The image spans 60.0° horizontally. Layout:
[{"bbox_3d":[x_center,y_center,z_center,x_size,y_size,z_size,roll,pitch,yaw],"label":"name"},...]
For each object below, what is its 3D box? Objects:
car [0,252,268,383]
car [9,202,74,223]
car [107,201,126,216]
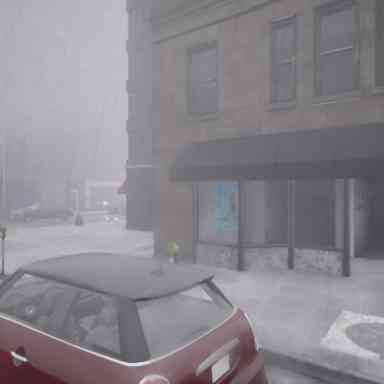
[{"bbox_3d":[-1.346,1.439,3.807,4.097,1.590,1.967,0,0,36],"label":"car"},{"bbox_3d":[-11.332,1.506,25.316,1.812,1.442,4.674,0,0,37],"label":"car"},{"bbox_3d":[-6.214,1.546,32.596,1.994,1.385,4.181,0,0,35],"label":"car"}]
